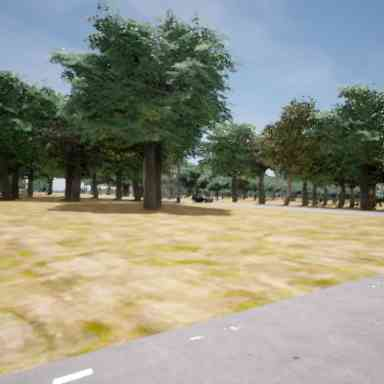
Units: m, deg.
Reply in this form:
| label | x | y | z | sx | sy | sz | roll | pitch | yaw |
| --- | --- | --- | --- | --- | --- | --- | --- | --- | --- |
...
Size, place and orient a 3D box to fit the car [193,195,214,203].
| label | x | y | z | sx | sy | sz | roll | pitch | yaw |
| --- | --- | --- | --- | --- | --- | --- | --- | --- | --- |
| car | 2.104 | 1.387 | 63.839 | 1.882 | 1.535 | 5.008 | 1 | 0 | -36 |
